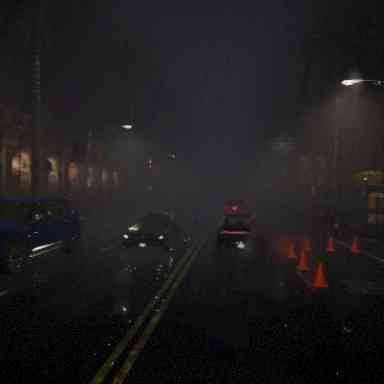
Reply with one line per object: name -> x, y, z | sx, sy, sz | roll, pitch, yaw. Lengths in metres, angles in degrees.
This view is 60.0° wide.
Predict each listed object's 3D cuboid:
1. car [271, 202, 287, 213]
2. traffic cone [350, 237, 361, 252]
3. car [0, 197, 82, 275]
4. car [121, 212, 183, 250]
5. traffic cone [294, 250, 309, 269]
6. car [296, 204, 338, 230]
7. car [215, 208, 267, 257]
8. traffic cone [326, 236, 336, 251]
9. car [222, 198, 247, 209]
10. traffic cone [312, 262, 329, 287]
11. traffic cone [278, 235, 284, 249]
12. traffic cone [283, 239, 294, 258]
car -> 12.880, 2.230, 49.398 | 2.161, 1.482, 4.786 | 1, -1, 7
traffic cone -> 6.958, 2.229, 14.189 | 0.340, 0.580, 0.340 | 1, -1, 7
car -> -5.594, 1.208, 10.872 | 2.150, 2.045, 5.566 | 1, -1, 7
car -> -1.579, 1.656, 15.267 | 2.033, 1.411, 5.357 | 1, -1, 7
traffic cone -> 3.525, 2.125, 10.554 | 0.340, 0.580, 0.340 | 1, -1, 7
car -> 10.097, 1.815, 27.648 | 2.185, 1.767, 4.553 | 1, -1, 7
car -> 1.982, 1.660, 13.831 | 2.128, 1.511, 4.902 | 1, -1, 7
traffic cone -> 5.964, 2.209, 14.302 | 0.340, 0.580, 0.340 | 1, -1, 7
car -> 4.126, 1.604, 32.455 | 2.150, 2.045, 5.566 | 1, -1, 7
traffic cone -> 3.299, 2.102, 8.567 | 0.340, 0.580, 0.340 | 1, -1, 7
traffic cone -> 3.978, 2.171, 14.529 | 0.340, 0.580, 0.340 | 1, -1, 7
traffic cone -> 3.751, 2.148, 12.542 | 0.340, 0.580, 0.340 | 1, -1, 7
